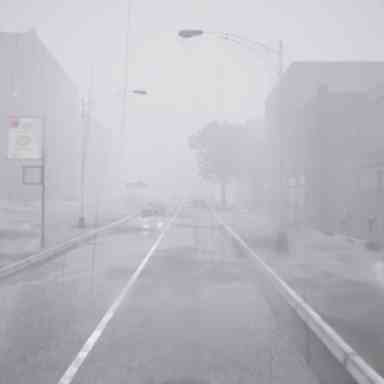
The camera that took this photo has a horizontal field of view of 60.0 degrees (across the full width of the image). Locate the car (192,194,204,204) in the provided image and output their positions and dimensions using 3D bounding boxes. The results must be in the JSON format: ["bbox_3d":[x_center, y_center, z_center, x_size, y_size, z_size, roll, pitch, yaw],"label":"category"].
[{"bbox_3d":[0.929,1.140,54.492,1.837,1.490,4.892,0,1,0],"label":"car"}]

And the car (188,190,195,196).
[{"bbox_3d":[-0.110,0.305,94.833,2.097,1.767,4.553,0,1,0],"label":"car"}]

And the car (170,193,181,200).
[{"bbox_3d":[-3.396,0.938,69.383,1.994,1.385,4.181,0,1,0],"label":"car"}]

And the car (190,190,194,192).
[{"bbox_3d":[0.929,0.995,60.686,1.801,1.575,5.366,0,1,0],"label":"car"}]

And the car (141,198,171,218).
[{"bbox_3d":[-3.180,1.485,28.625,1.994,1.385,4.181,0,0,0],"label":"car"}]

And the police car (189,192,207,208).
[{"bbox_3d":[0.926,1.204,44.592,1.930,1.638,5.238,0,1,0],"label":"police car"}]

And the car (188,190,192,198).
[{"bbox_3d":[-0.085,0.751,79.401,1.895,1.301,4.718,0,1,0],"label":"car"}]
